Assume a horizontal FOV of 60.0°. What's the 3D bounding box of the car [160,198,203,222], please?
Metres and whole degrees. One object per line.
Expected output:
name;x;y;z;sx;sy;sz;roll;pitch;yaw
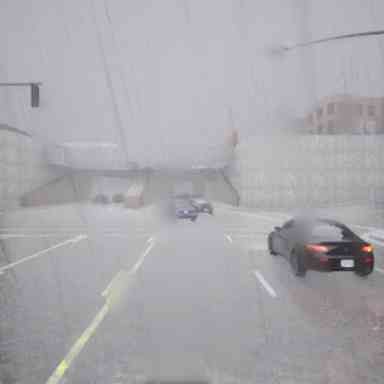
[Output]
car;-1.102;1.406;24.901;2.033;1.411;5.357;0;0;-16

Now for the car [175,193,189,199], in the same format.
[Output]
car;-2.515;1.036;85.608;1.994;1.385;4.181;0;0;24

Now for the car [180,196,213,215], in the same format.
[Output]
car;0.520;1.348;30.627;1.812;1.442;4.674;0;0;-17

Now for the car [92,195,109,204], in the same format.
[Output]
car;-15.058;1.162;54.741;1.882;1.535;5.008;0;0;-1

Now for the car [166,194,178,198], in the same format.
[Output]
car;-4.826;1.084;75.951;1.812;1.442;4.674;0;0;6

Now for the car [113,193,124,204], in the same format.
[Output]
car;-11.552;1.191;54.428;1.837;1.490;4.892;0;0;-1

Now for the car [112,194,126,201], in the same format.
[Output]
car;-15.394;1.094;70.429;1.837;1.490;4.892;0;0;-1

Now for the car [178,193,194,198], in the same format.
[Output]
car;-1.345;1.041;75.624;1.882;1.535;5.008;0;0;6

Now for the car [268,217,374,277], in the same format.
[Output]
car;3.573;1.468;9.927;1.812;1.442;4.674;0;0;0

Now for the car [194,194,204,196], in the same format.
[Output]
car;1.360;1.098;85.751;1.895;1.301;4.718;0;0;28
